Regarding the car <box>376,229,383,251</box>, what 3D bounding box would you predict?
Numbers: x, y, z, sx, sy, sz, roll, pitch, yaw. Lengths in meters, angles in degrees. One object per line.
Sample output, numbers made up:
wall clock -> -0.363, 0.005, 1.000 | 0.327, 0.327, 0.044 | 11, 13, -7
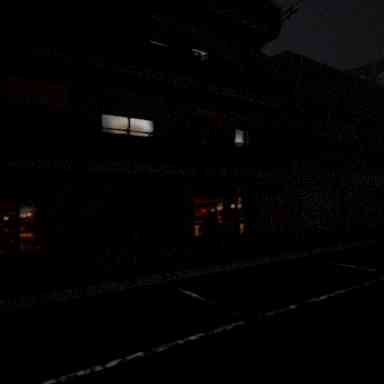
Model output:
car -> 8.933, 1.560, 12.932 | 4.313, 1.339, 1.947 | 0, 0, -36
